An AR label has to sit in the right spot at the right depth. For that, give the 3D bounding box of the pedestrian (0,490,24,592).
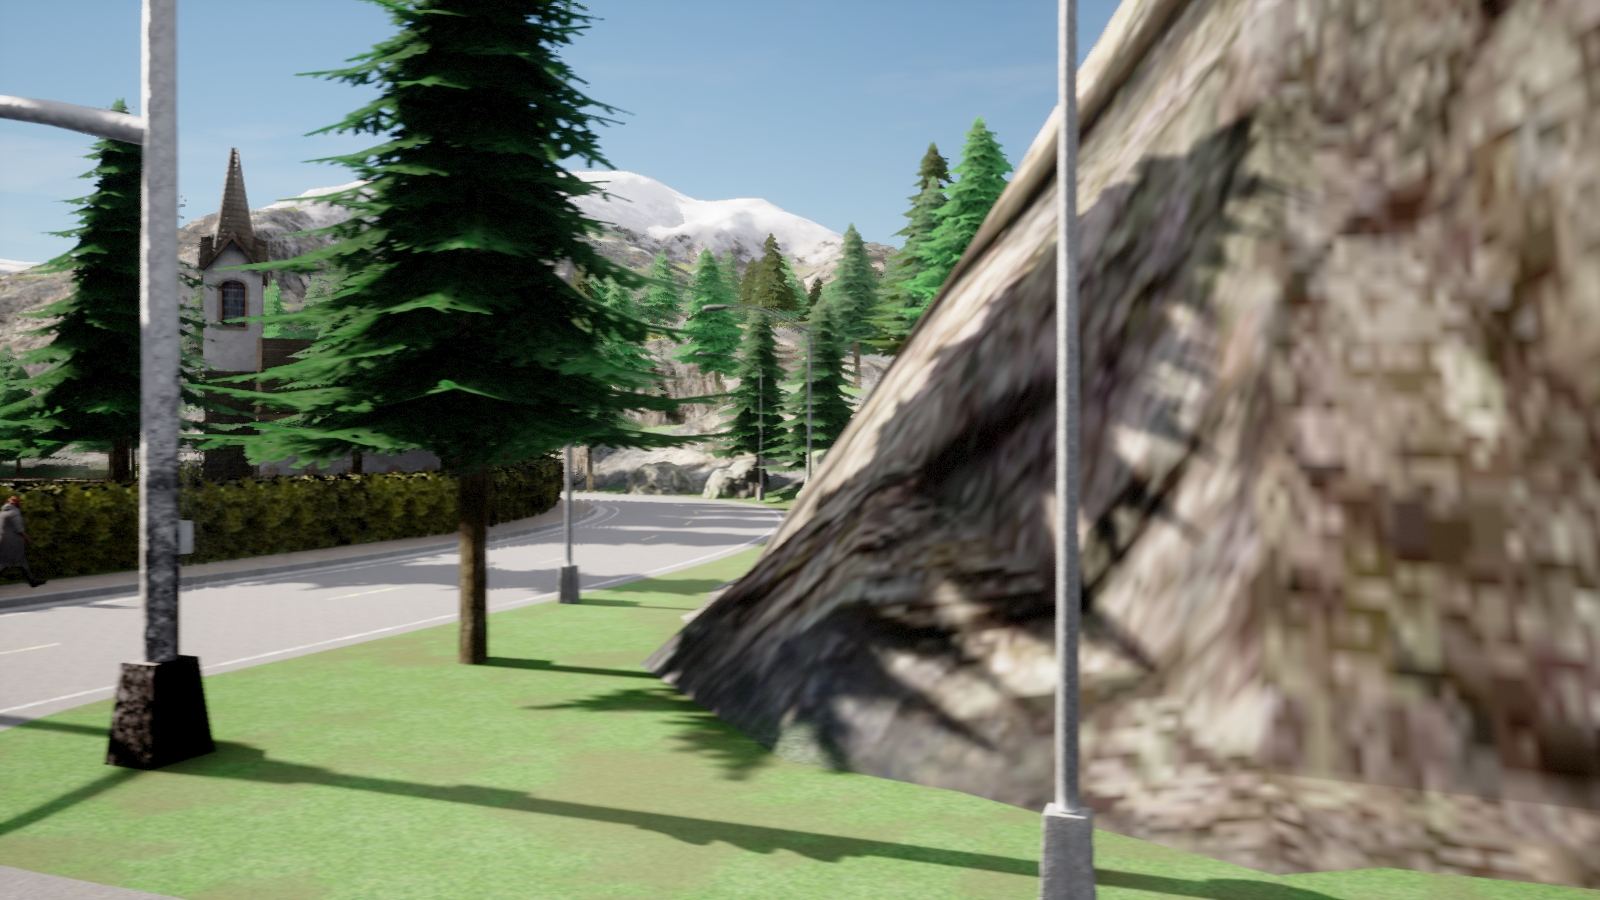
[{"bbox_3d":[-14.831,1.689,21.402,0.375,1.860,0.375,0,0,31],"label":"pedestrian"}]
